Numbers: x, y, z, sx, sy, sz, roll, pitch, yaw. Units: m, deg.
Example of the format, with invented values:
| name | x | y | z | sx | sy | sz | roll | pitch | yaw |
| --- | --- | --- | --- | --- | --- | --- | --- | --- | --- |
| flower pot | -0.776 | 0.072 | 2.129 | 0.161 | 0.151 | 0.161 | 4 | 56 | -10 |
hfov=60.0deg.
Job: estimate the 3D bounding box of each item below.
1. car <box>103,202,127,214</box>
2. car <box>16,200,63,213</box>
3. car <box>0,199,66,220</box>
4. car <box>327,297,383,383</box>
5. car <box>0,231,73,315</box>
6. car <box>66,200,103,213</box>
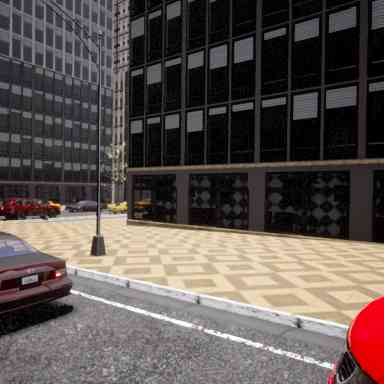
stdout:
| name | x | y | z | sx | sy | sz | roll | pitch | yaw |
| --- | --- | --- | --- | --- | --- | --- | --- | --- | --- |
| car | -7.603 | 1.830 | 39.010 | 1.752 | 1.417 | 4.829 | 1 | 0 | 37 |
| car | -17.897 | 1.643 | 39.200 | 1.752 | 1.417 | 4.829 | 1 | 0 | 37 |
| car | -14.423 | 1.519 | 29.816 | 2.192 | 1.841 | 5.009 | 1 | 0 | 37 |
| car | 3.453 | 1.222 | 1.212 | 5.566 | 2.045 | 2.150 | 0 | 0 | 36 |
| car | -4.818 | 1.544 | 7.137 | 5.357 | 1.411 | 2.033 | 0 | 0 | 35 |
| car | -13.039 | 1.748 | 41.390 | 2.033 | 1.411 | 5.357 | 1 | 0 | 37 |
